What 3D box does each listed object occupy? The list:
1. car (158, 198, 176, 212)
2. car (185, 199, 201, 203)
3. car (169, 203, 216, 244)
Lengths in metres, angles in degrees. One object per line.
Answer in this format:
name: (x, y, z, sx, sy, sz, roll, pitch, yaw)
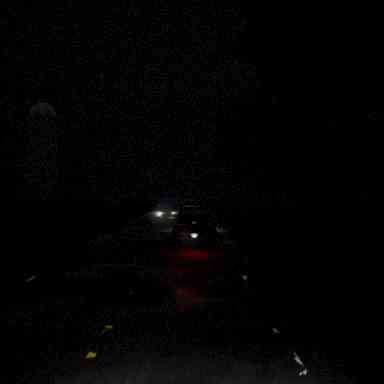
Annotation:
car: (-2.862, 1.405, 38.709, 1.882, 1.535, 5.008, 0, 0, 0)
car: (0.087, 1.430, 31.047, 2.128, 1.511, 4.902, 0, 0, 0)
car: (0.095, 1.468, 15.644, 1.837, 1.490, 4.892, 0, 0, 0)
